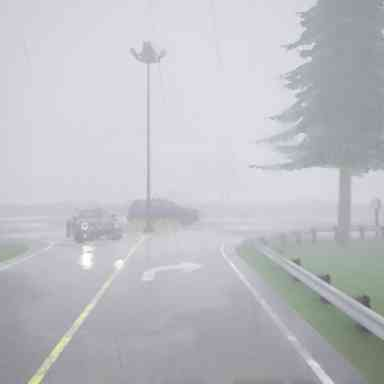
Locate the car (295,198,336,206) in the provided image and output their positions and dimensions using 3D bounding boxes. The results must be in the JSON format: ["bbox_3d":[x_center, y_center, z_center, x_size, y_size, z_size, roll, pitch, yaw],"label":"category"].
[{"bbox_3d":[16.913,1.915,44.514,4.902,1.511,2.128,0,0,-3],"label":"car"}]

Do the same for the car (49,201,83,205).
[{"bbox_3d":[-17.170,1.954,42.865,4.892,1.490,1.837,0,0,-3],"label":"car"}]

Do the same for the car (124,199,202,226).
[{"bbox_3d":[-2.236,1.562,25.870,5.566,2.045,2.150,0,0,-3],"label":"car"}]

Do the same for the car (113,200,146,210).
[{"bbox_3d":[-9.457,2.006,50.248,4.674,1.442,1.812,0,0,-3],"label":"car"}]

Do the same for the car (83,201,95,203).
[{"bbox_3d":[-17.149,2.069,53.377,4.181,1.385,1.994,0,0,-3],"label":"car"}]

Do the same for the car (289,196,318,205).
[{"bbox_3d":[17.986,1.812,51.566,4.553,1.767,2.097,0,0,-3],"label":"car"}]

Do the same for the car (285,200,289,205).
[{"bbox_3d":[18.317,1.703,55.083,5.566,2.045,2.150,0,0,-3],"label":"car"}]

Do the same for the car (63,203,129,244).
[{"bbox_3d":[-5.235,1.621,17.570,2.097,1.767,4.553,0,-1,-30],"label":"car"}]
